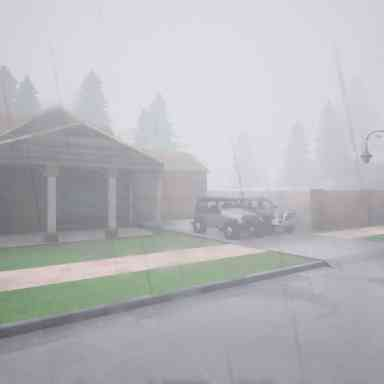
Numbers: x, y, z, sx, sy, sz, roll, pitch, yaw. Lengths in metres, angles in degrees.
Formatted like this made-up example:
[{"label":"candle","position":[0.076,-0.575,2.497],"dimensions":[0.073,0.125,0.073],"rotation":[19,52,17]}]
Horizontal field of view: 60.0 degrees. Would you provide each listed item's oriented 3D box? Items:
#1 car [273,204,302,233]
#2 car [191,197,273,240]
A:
[{"label":"car","position":[3.434,1.174,17.762],"dimensions":[1.932,1.855,4.605],"rotation":[0,0,-36]},{"label":"car","position":[1.614,1.176,15.984],"dimensions":[1.905,1.878,3.866],"rotation":[0,0,-36]}]
